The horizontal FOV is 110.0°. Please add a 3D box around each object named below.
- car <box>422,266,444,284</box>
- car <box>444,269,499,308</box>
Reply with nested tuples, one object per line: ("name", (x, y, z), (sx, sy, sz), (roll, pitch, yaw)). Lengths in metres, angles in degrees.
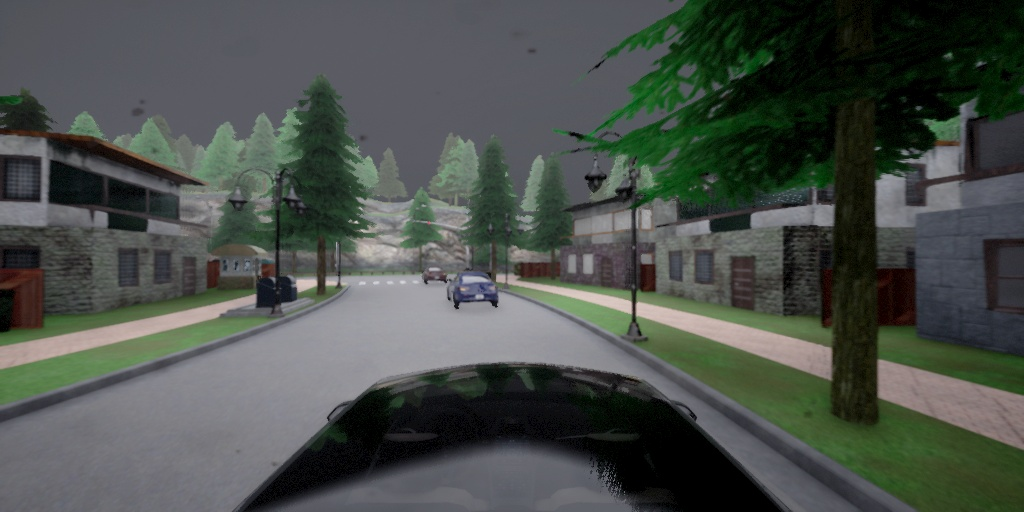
("car", (-6.566, 1.563, 30.488), (1.812, 1.442, 4.674), (0, 0, -17))
("car", (-1.837, 1.419, 16.031), (1.812, 1.442, 4.674), (0, 0, -15))
